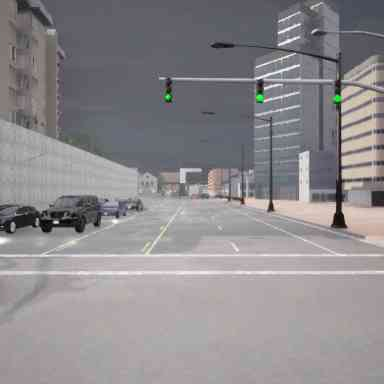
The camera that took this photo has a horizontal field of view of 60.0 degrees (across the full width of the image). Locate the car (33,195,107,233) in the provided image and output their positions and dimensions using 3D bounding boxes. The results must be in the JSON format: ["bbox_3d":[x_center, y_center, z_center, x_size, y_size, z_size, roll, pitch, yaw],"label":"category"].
[{"bbox_3d":[-7.103,1.221,20.125,2.150,2.045,5.566,0,0,0],"label":"car"}]

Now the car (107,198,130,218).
[{"bbox_3d":[-7.108,1.525,29.766,1.812,1.442,4.674,0,0,0],"label":"car"}]

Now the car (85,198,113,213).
[{"bbox_3d":[-10.606,1.505,38.379,1.837,1.490,4.892,0,0,0],"label":"car"}]

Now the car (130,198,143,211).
[{"bbox_3d":[-7.104,1.491,40.108,2.128,1.511,4.902,0,0,0],"label":"car"}]

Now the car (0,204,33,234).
[{"bbox_3d":[-10.607,1.505,19.494,1.837,1.490,4.892,0,0,0],"label":"car"}]

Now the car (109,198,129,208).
[{"bbox_3d":[-10.572,1.600,48.439,1.895,1.301,4.718,0,0,0],"label":"car"}]

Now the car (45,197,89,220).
[{"bbox_3d":[-10.609,1.352,28.561,2.097,1.767,4.553,0,0,0],"label":"car"}]
